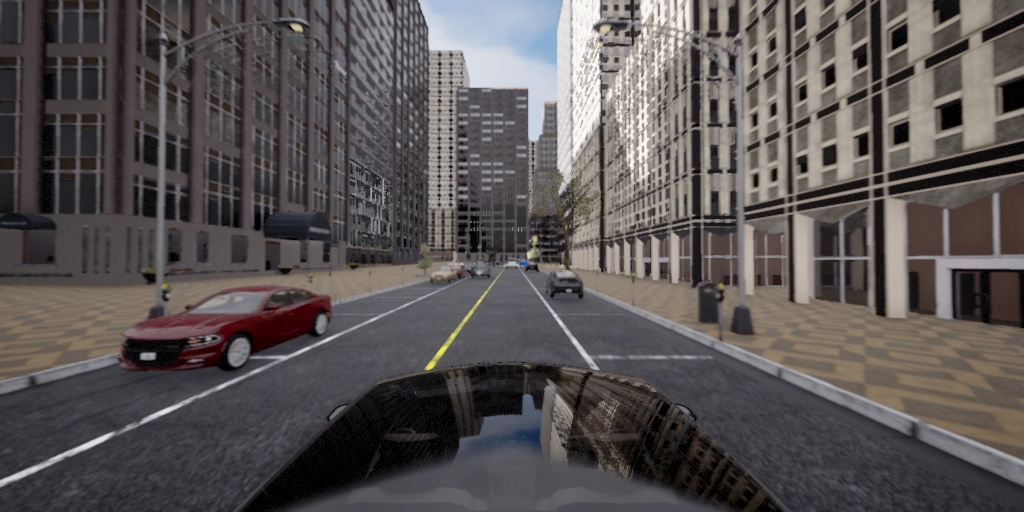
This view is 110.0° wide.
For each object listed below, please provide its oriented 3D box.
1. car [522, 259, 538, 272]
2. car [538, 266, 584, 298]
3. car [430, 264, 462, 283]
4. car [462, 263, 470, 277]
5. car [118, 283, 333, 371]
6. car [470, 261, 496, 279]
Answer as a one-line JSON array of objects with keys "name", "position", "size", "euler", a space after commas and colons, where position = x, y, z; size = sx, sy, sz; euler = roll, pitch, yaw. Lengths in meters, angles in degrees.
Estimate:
[{"name": "car", "position": [2.989, 1.580, 54.613], "size": [1.882, 1.535, 5.008], "euler": [0, 0, 0]}, {"name": "car", "position": [2.688, 1.418, 19.146], "size": [2.007, 1.370, 4.403], "euler": [0, 0, 0]}, {"name": "car", "position": [-5.695, 1.468, 30.249], "size": [1.751, 1.417, 4.829], "euler": [0, 0, 0]}, {"name": "car", "position": [-5.696, 1.525, 36.061], "size": [1.888, 1.381, 4.507], "euler": [0, 0, 0]}, {"name": "car", "position": [-5.690, 1.336, 7.847], "size": [1.888, 1.381, 4.507], "euler": [0, 0, 0]}, {"name": "car", "position": [-3.095, 1.474, 36.466], "size": [2.128, 1.511, 4.902], "euler": [0, 0, 0]}]
